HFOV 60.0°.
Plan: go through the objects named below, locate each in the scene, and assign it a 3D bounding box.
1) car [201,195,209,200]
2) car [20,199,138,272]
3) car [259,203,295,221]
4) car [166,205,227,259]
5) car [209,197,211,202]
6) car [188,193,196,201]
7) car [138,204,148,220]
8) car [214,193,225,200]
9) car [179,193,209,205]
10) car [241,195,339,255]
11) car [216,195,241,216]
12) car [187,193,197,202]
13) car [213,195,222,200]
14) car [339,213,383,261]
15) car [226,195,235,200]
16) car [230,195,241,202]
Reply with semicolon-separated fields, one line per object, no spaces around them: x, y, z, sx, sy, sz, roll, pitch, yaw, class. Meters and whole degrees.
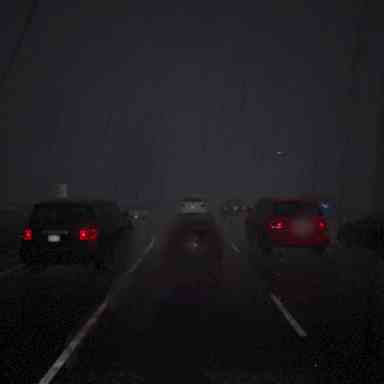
3.509;1.513;91.606;1.882;1.535;5.008;0;0;0;car
-3.427;1.238;10.962;2.150;2.045;5.566;0;0;0;car
7.085;1.638;28.208;1.895;1.301;4.718;0;0;0;car
0.082;1.495;12.741;1.882;1.535;5.008;0;0;0;car
3.508;1.694;81.628;1.895;1.301;4.718;0;0;0;car
0.009;1.260;91.637;2.150;2.045;5.566;0;0;0;car
-5.140;1.638;27.963;1.895;1.301;4.718;0;0;-20;car
7.008;1.304;81.212;2.150;2.045;5.566;0;0;0;car
0.088;1.259;28.803;2.150;2.045;5.566;0;0;0;car
3.571;1.239;13.483;2.150;2.045;5.566;0;0;0;car
3.587;1.391;29.597;2.097;1.767;4.553;0;0;0;car
0.008;1.304;81.212;2.150;2.045;5.566;0;0;0;car
7.009;1.513;91.606;1.882;1.535;5.008;0;0;0;car
7.080;1.509;12.152;2.128;1.511;4.902;0;0;0;car
10.509;1.604;90.802;1.895;1.301;4.718;0;0;0;car
10.508;1.620;80.347;2.128;1.511;4.902;0;0;0;car
